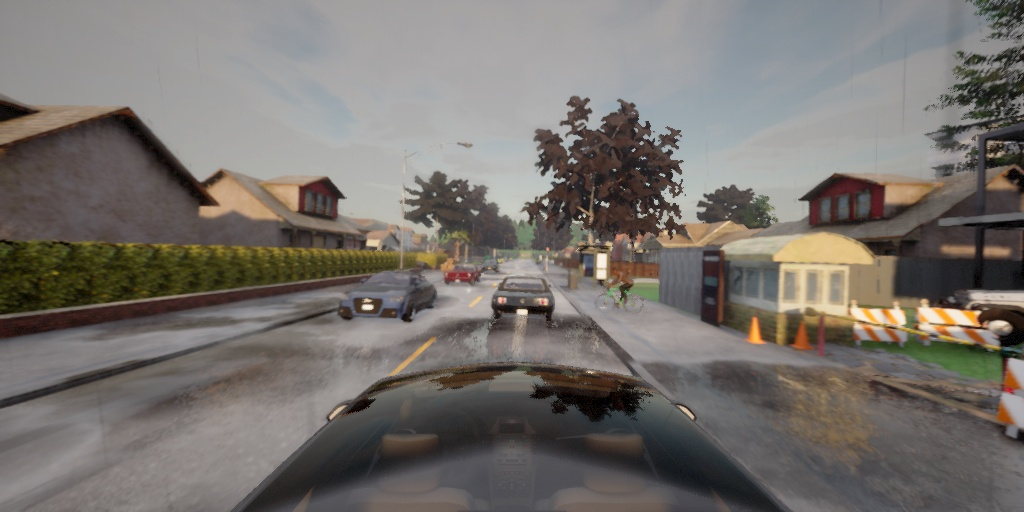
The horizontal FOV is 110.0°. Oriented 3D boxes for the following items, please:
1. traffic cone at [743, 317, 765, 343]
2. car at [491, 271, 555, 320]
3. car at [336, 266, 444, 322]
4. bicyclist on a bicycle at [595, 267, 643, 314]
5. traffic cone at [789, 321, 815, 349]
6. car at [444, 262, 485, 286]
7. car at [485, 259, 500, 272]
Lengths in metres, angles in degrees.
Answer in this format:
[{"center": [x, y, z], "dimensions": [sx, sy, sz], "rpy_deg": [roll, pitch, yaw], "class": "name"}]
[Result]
[{"center": [5.856, 1.773, 8.665], "dimensions": [0.344, 0.586, 0.344], "rpy_deg": [0, 0, 2], "class": "traffic cone"}, {"center": [0.435, 1.350, 12.659], "dimensions": [1.895, 1.301, 4.718], "rpy_deg": [2, 0, 3], "class": "car"}, {"center": [-3.775, 1.182, 11.580], "dimensions": [1.994, 1.385, 4.181], "rpy_deg": [2, 0, 2], "class": "car"}, {"center": [3.732, 1.202, 12.453], "dimensions": [1.656, 1.620, 0.582], "rpy_deg": [2, 0, 2], "class": "bicyclist on a bicycle"}, {"center": [6.554, 1.767, 8.114], "dimensions": [0.344, 0.586, 0.344], "rpy_deg": [0, 0, 2], "class": "traffic cone"}, {"center": [-3.229, 1.220, 24.135], "dimensions": [1.895, 1.301, 4.718], "rpy_deg": [2, 0, 3], "class": "car"}, {"center": [-2.402, 1.132, 41.180], "dimensions": [1.837, 1.490, 4.892], "rpy_deg": [2, 0, 3], "class": "car"}]
